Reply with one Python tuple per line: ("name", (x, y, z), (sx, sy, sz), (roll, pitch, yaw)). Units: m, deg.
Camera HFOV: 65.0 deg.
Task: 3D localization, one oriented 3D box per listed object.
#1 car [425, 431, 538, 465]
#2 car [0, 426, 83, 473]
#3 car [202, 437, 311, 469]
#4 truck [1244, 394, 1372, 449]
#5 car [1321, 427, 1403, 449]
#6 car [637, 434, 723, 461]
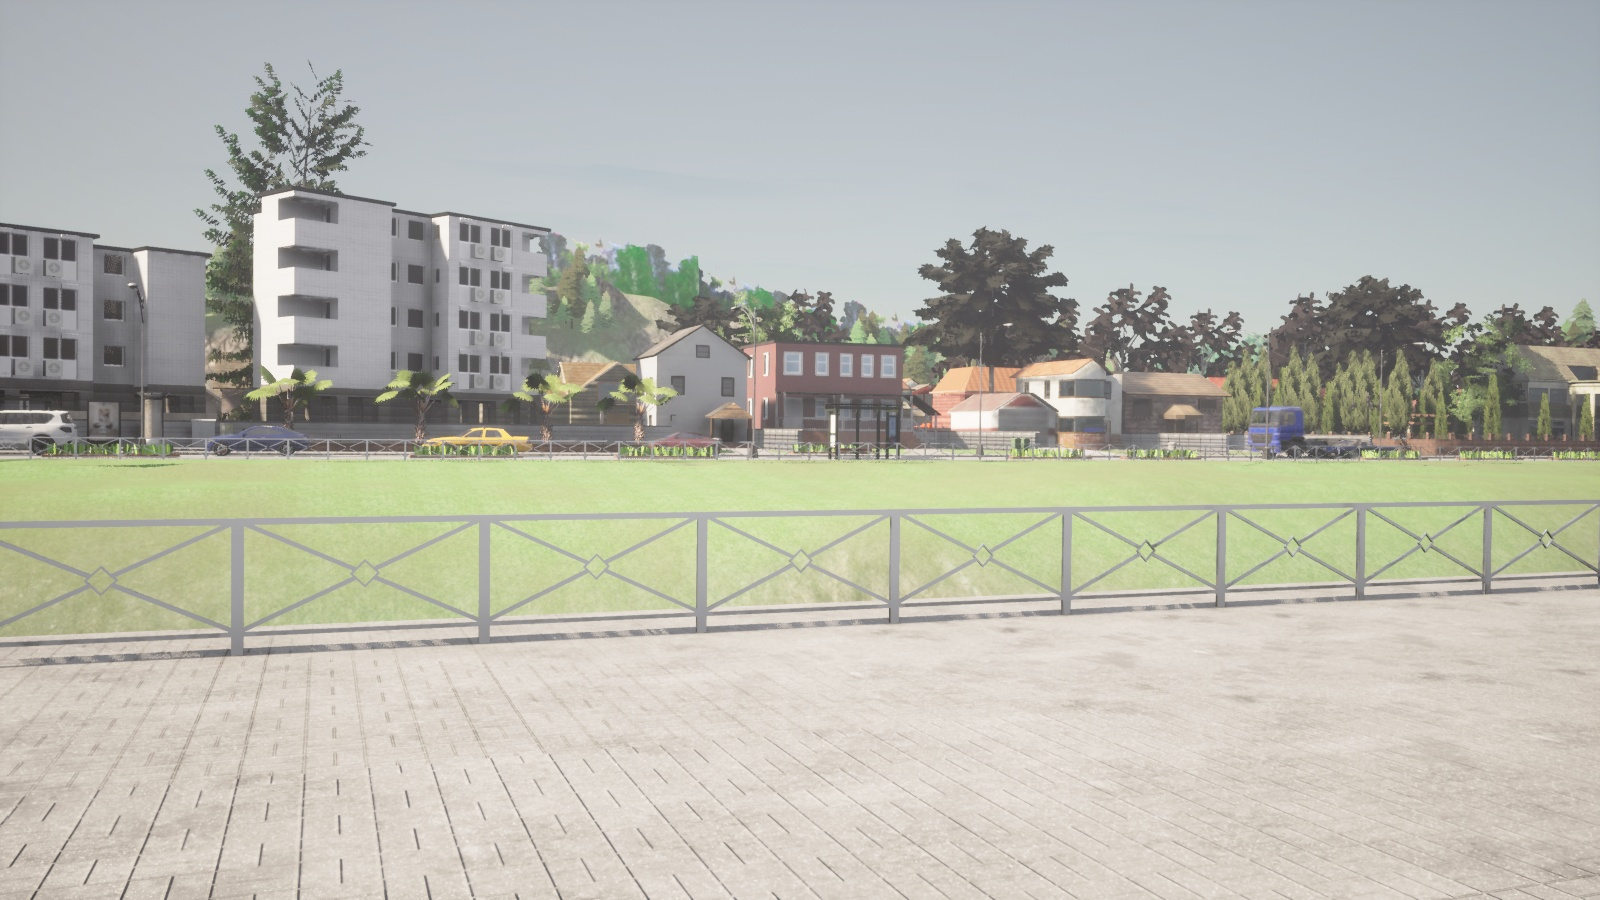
("car", (-16.147, -0.124, 63.653), (5.366, 1.575, 1.801), (-1, 1, -21))
("car", (-35.514, -0.015, 56.302), (5.566, 2.045, 2.150), (-1, 1, -21))
("car", (-25.875, 0.128, 59.962), (4.674, 1.442, 1.812), (-1, 1, -21))
("truck", (33.341, -1.885, 82.430), (7.936, 3.462, 2.891), (-1, 1, -21))
("car", (35.305, -0.767, 78.909), (4.718, 1.301, 1.895), (-1, 1, -21))
("car", (-6.457, -0.164, 67.330), (4.181, 1.385, 1.994), (-1, 1, -20))
